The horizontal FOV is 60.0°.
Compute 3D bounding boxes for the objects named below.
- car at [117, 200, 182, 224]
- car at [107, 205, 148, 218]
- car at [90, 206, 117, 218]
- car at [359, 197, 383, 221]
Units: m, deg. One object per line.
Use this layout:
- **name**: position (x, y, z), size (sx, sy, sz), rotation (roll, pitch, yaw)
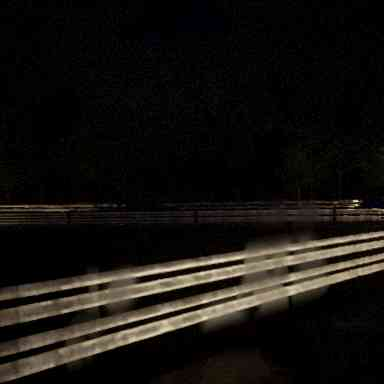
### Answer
- **car**: position (-3.777, 1.802, 31.405), size (5.566, 2.045, 2.150), rotation (-1, 0, 6)
- **car**: position (-7.484, 2.242, 38.839), size (4.181, 1.385, 1.994), rotation (-1, 0, 6)
- **car**: position (-8.110, 2.245, 35.389), size (5.357, 1.411, 2.033), rotation (-1, 0, 6)
- **car**: position (17.690, 1.415, 29.114), size (5.566, 2.045, 2.150), rotation (-1, 0, 6)
